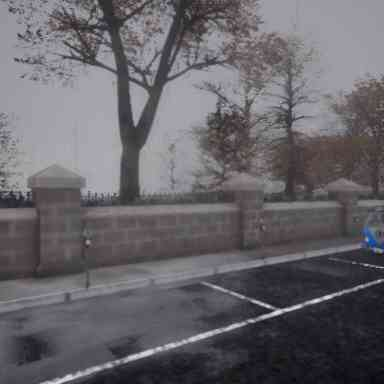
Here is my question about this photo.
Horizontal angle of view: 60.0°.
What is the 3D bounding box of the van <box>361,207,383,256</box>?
[{"bbox_3d":[7.823,1.408,12.156,3.998,1.788,1.690,0,-1,-36],"label":"van"}]
